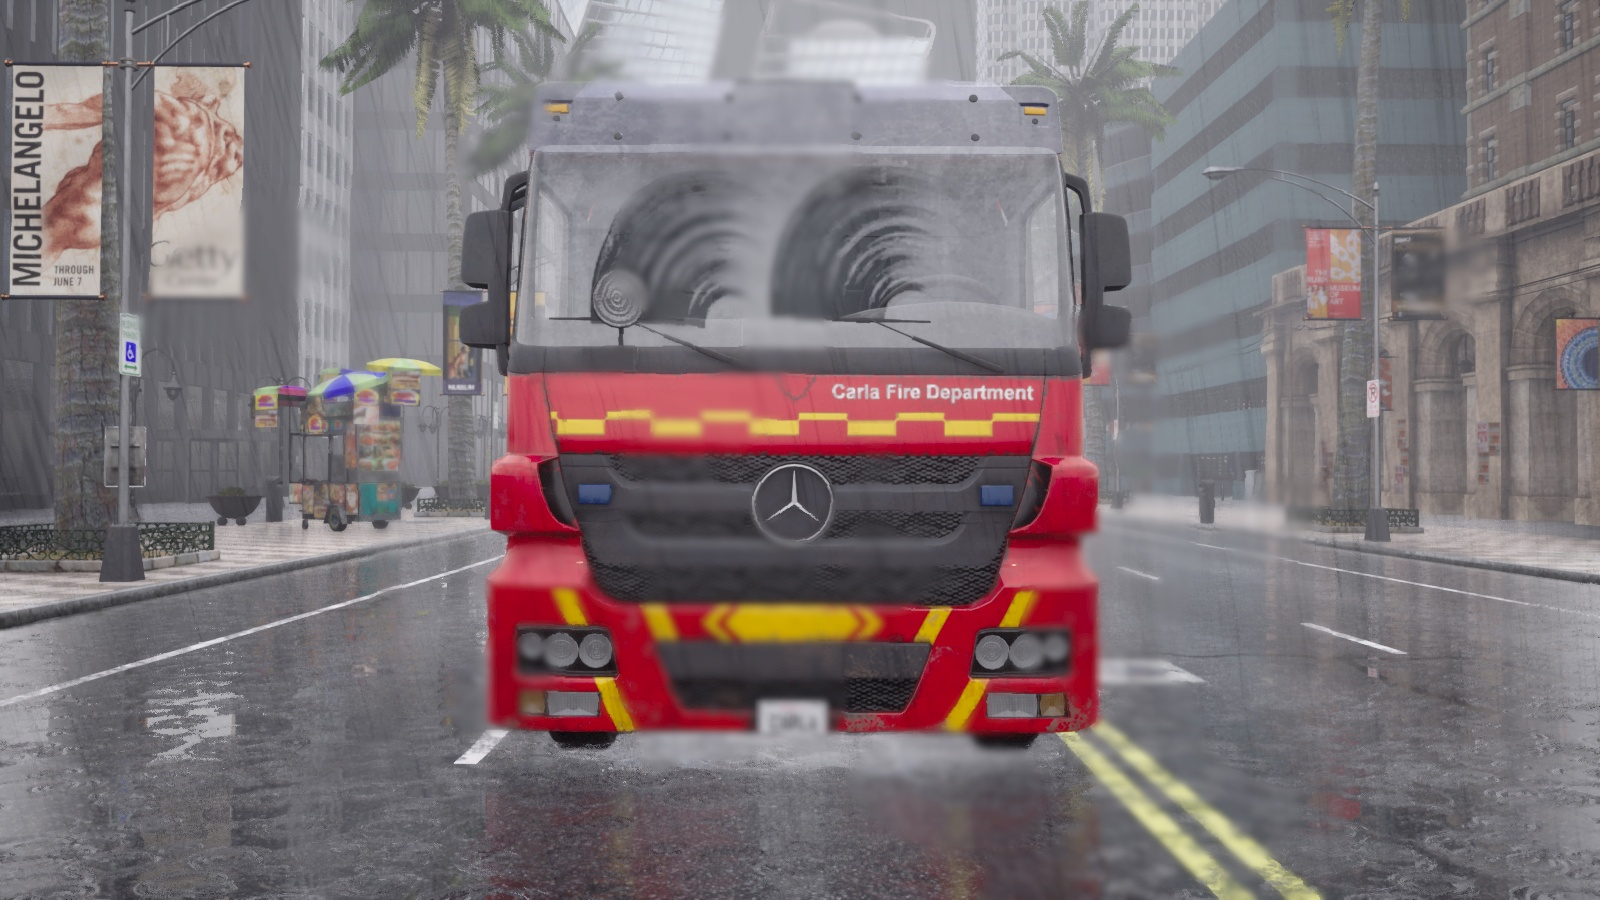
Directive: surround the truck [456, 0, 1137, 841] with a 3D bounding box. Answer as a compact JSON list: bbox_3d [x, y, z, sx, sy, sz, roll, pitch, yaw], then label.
[{"bbox_3d":[-0.025,-0.189,9.594,2.891,3.827,8.468,0,-1,0],"label":"truck"}]
